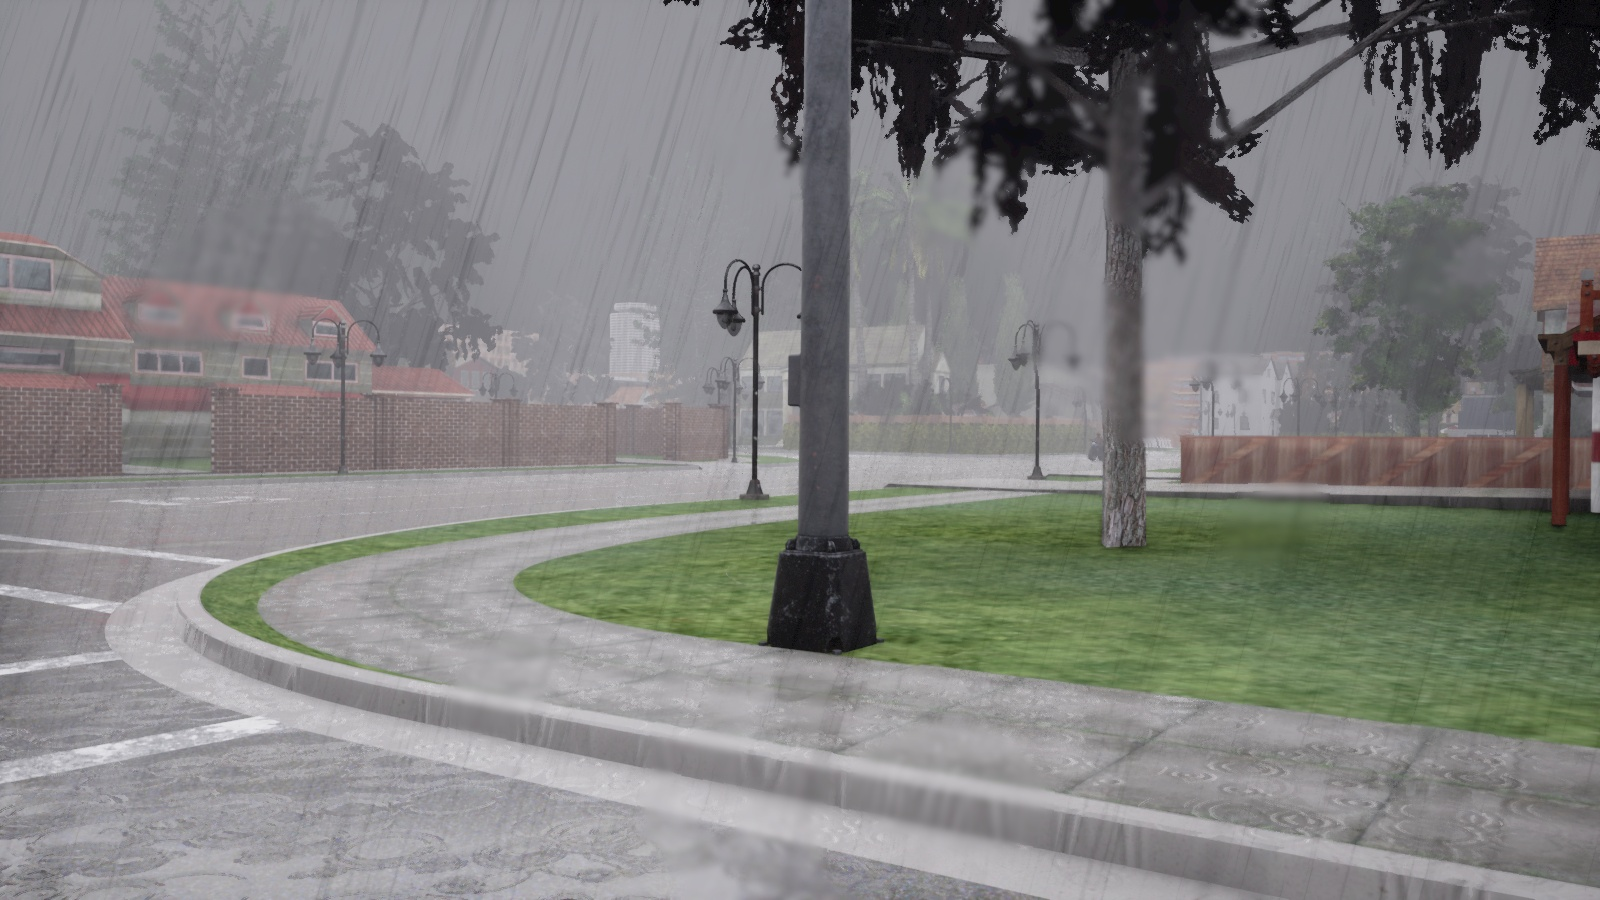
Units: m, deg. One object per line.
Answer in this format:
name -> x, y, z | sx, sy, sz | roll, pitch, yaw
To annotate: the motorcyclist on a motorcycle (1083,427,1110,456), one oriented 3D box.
motorcyclist on a motorcycle -> 16.883, -0.489, 71.565 | 0.766, 1.649, 2.350 | 1, 1, 32
